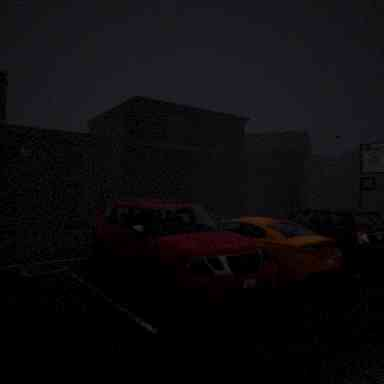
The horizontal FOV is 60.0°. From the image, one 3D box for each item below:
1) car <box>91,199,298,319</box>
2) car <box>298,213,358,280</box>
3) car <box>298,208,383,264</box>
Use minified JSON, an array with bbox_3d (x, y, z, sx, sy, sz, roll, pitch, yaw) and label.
[{"bbox_3d":[-0.627,1.212,7.907,2.435,2.045,5.566,0,0,-36],"label":"car"},{"bbox_3d":[1.728,1.464,9.630,2.097,1.535,5.008,0,0,-36],"label":"car"},{"bbox_3d":[4.207,1.341,11.382,2.185,1.767,4.553,0,0,-36],"label":"car"}]
